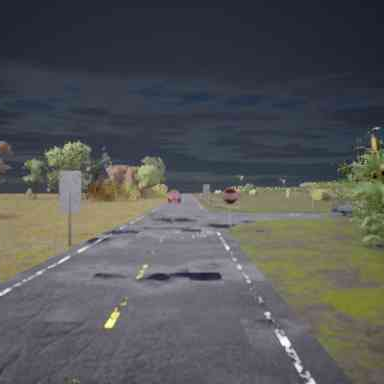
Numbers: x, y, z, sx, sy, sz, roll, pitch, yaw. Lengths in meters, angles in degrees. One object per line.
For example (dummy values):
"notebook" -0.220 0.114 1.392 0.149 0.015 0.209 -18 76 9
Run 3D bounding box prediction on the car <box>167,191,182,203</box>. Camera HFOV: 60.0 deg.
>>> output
"car" -3.120 0.885 59.091 2.150 2.045 5.566 0 1 0

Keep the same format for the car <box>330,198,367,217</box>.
"car" 13.957 1.216 26.505 5.357 1.411 2.033 -1 -1 -1

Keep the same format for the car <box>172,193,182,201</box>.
"car" -3.263 1.110 74.748 2.128 1.511 4.902 0 0 -1
